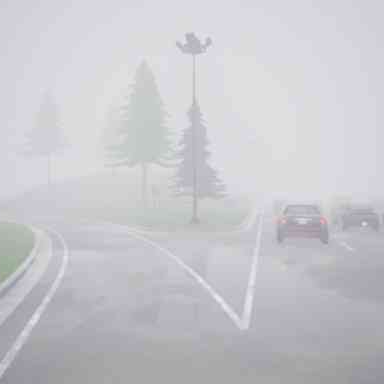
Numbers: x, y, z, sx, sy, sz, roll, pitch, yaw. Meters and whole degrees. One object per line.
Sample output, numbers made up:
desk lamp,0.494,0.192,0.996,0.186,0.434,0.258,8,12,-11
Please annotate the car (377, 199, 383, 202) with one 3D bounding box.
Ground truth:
car,13.192,1.385,20.323,1.812,1.442,4.674,0,0,12

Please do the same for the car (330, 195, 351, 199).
car,17.239,1.135,38.565,2.097,1.767,4.553,0,0,12

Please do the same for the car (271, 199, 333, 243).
car,5.046,1.276,15.838,2.097,1.767,4.553,0,0,12

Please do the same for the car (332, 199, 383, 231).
car,9.467,1.390,19.616,1.837,1.490,4.892,0,0,12

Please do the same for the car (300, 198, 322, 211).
car,13.562,1.409,38.138,1.895,1.301,4.718,0,0,12

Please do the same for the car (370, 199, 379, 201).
car,20.396,1.369,36.628,1.895,1.301,4.718,0,0,12
